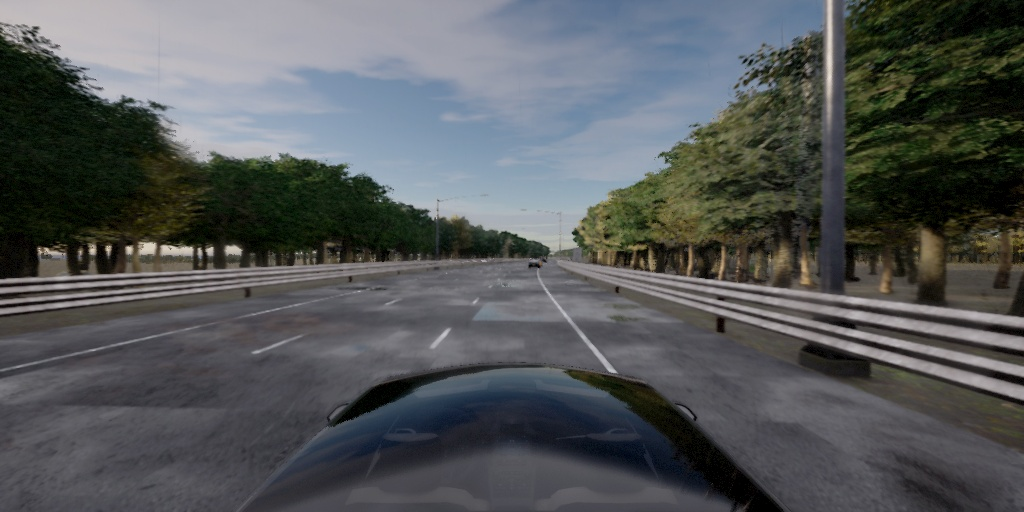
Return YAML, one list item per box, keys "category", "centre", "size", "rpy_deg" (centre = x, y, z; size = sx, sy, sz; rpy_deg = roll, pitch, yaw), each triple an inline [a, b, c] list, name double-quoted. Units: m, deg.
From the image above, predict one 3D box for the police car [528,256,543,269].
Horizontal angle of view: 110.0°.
- category: "police car"
  centre: [3.700, 1.260, 60.090]
  size: [1.930, 1.638, 5.238]
  rpy_deg: [0, 0, 5]
